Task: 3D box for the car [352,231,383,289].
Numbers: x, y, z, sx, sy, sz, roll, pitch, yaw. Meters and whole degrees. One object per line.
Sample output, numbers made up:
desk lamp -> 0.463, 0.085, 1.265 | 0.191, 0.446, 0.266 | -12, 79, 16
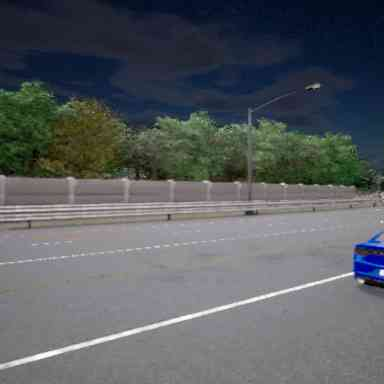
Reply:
car -> 5.908, 1.478, 8.087 | 5.008, 1.535, 1.882 | 0, 0, -36
